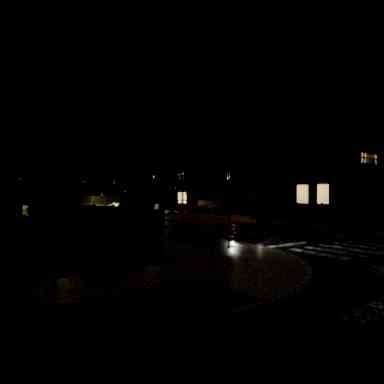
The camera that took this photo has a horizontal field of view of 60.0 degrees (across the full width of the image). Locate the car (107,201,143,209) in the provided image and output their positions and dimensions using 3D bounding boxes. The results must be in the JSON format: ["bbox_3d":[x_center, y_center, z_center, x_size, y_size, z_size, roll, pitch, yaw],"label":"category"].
[{"bbox_3d":[-5.259,1.432,25.762,2.033,1.411,5.357,1,0,-37],"label":"car"}]

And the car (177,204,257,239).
[{"bbox_3d":[1.164,1.413,17.280,1.882,1.535,5.008,1,0,-36],"label":"car"}]

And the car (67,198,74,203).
[{"bbox_3d":[-14.333,1.378,37.720,1.994,1.385,4.181,1,0,-37],"label":"car"}]
